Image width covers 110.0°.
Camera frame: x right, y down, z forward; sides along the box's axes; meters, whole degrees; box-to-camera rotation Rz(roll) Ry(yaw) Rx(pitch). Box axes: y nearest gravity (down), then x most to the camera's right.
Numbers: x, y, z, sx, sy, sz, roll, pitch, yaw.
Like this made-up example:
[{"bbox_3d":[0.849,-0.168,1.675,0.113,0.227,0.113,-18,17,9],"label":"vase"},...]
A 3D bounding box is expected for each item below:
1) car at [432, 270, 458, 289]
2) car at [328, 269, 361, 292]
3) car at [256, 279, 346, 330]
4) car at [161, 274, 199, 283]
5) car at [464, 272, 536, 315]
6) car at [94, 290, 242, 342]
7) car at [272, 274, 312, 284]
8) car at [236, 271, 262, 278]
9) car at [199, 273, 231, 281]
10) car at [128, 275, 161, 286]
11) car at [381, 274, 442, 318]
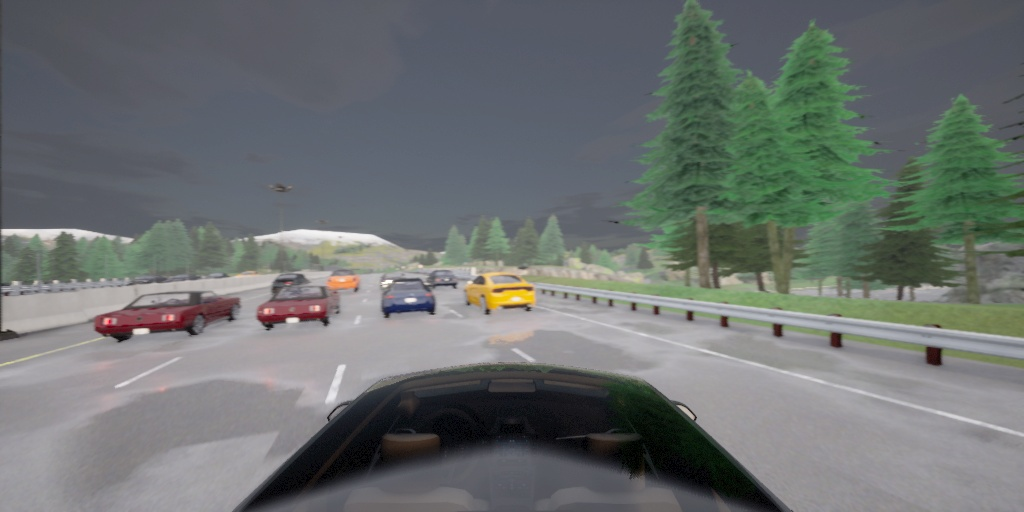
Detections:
[{"bbox_3d":[-5.505,1.798,27.925,2.033,1.411,5.357,-1,-1,-20],"label":"car"},{"bbox_3d":[-12.769,1.788,27.433,2.097,1.767,4.553,-1,-1,-20],"label":"car"},{"bbox_3d":[-7.345,1.697,12.874,1.895,1.301,4.718,-1,-1,-20],"label":"car"},{"bbox_3d":[-42.353,3.055,46.499,2.033,1.411,5.357,-1,-1,-20],"label":"car"},{"bbox_3d":[-0.688,1.426,15.030,1.882,1.535,5.008,-1,-1,-20],"label":"car"},{"bbox_3d":[-10.617,1.767,11.631,1.895,1.301,4.718,-1,-1,-20],"label":"car"},{"bbox_3d":[-16.073,2.015,26.288,1.837,1.490,4.892,-1,-1,-20],"label":"car"},{"bbox_3d":[-35.816,2.844,48.946,1.882,1.535,5.008,-1,-1,-20],"label":"car"},{"bbox_3d":[-39.095,2.963,47.739,1.812,1.442,4.674,-1,-1,-20],"label":"car"},{"bbox_3d":[-45.618,3.125,45.260,2.033,1.411,5.357,-1,-1,-20],"label":"car"},{"bbox_3d":[-4.359,1.609,14.903,1.994,1.385,4.181,-1,-1,-20],"label":"car"}]
